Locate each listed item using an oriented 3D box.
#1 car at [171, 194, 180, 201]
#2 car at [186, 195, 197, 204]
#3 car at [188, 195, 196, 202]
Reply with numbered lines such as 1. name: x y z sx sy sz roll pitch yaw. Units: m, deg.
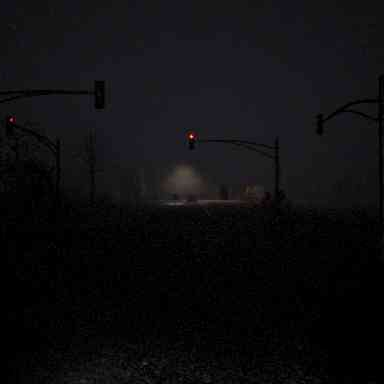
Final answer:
1. car: -3.565 1.195 72.195 1.837 1.490 4.892 0 0 0
2. car: -0.061 1.424 67.993 2.097 1.767 4.553 0 0 0
3. car: -0.070 1.425 78.028 1.837 1.490 4.892 0 0 0
